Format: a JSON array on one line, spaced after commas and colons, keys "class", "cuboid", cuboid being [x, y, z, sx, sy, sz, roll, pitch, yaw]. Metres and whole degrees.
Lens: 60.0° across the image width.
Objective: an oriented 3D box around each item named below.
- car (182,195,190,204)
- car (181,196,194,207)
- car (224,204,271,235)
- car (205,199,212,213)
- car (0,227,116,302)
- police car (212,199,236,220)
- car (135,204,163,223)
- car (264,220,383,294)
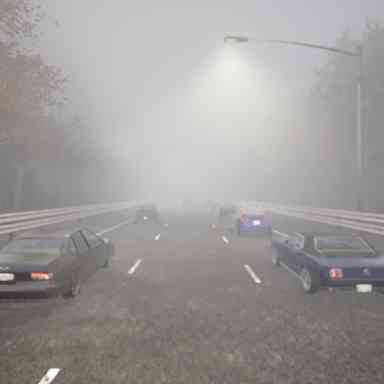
[{"class": "car", "cuboid": [-1.551, 1.942, 86.707, 2.150, 2.045, 5.566, 0, 0, -2]}, {"class": "car", "cuboid": [-0.801, 1.745, 61.898, 2.150, 2.045, 5.566, 0, 0, -2]}, {"class": "car", "cuboid": [3.400, 1.678, 19.976, 2.163, 1.488, 4.792, 0, 0, -1]}, {"class": "car", "cuboid": [3.111, 1.908, 42.017, 2.033, 1.411, 5.357, 0, 0, -1]}, {"class": "car", "cuboid": [-3.427, 1.624, 8.616, 2.033, 1.411, 5.357, 0, 0, 0]}, {"class": "police car", "cuboid": [3.279, 1.694, 31.092, 1.930, 1.638, 5.238, 0, 0, -1]}, {"class": "car", "cuboid": [-3.587, 1.747, 27.841, 1.837, 1.490, 4.892, 0, 0, -1]}, {"class": "car", "cuboid": [3.475, 1.679, 8.938, 1.895, 1.301, 4.718, 0, 0, 0]}]
